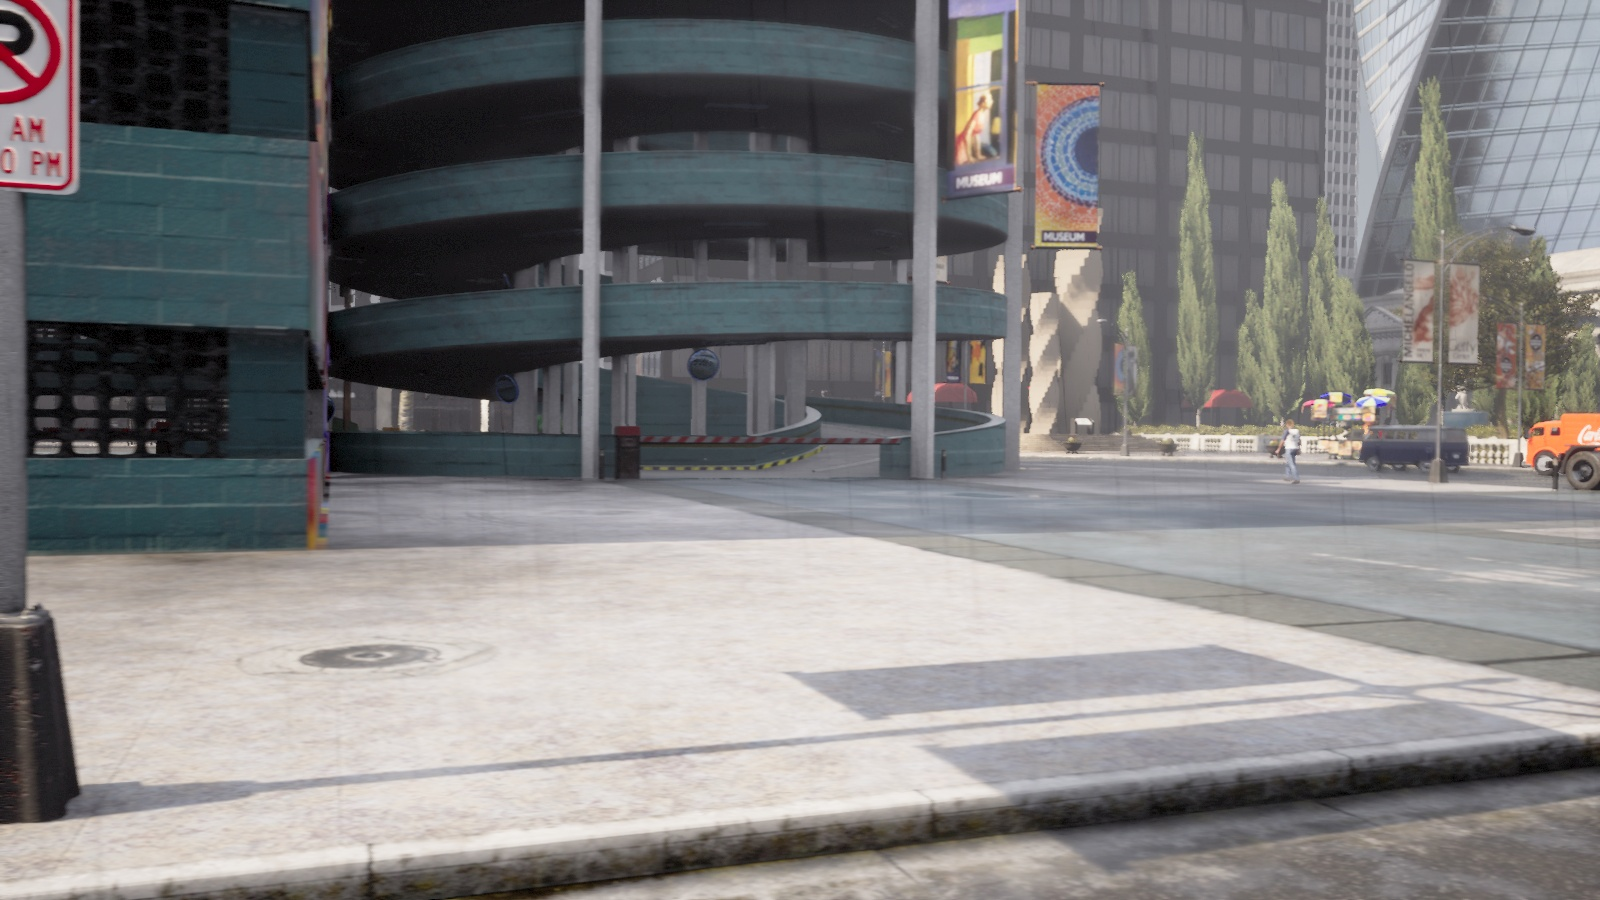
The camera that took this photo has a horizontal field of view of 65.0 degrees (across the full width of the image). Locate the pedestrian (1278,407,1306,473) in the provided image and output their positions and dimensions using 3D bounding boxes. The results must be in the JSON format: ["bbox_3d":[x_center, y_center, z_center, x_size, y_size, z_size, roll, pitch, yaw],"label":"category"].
[{"bbox_3d":[13.881,-0.274,35.446,0.354,1.836,0.706,-1,1,-22],"label":"pedestrian"}]

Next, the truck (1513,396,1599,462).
[{"bbox_3d":[30.870,-0.819,48.610,2.627,2.467,5.204,-1,1,-20],"label":"truck"}]

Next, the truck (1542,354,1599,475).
[{"bbox_3d":[24.941,-1.018,34.356,2.891,3.462,7.936,-1,1,-20],"label":"truck"}]

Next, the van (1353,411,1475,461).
[{"bbox_3d":[25.488,-0.581,52.325,1.775,1.987,4.442,-1,1,-25],"label":"van"}]
